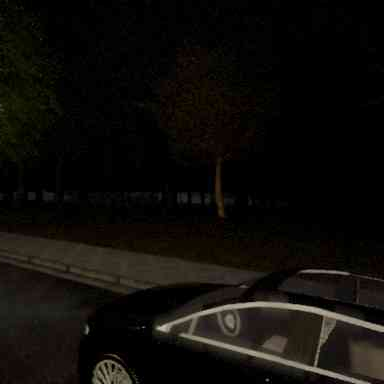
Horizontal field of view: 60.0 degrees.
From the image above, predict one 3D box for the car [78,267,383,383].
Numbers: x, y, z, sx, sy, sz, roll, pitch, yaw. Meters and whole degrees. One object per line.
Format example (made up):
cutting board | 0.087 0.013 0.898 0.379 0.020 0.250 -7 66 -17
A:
car | 0.992 1.486 2.976 4.902 1.511 2.128 0 0 36
